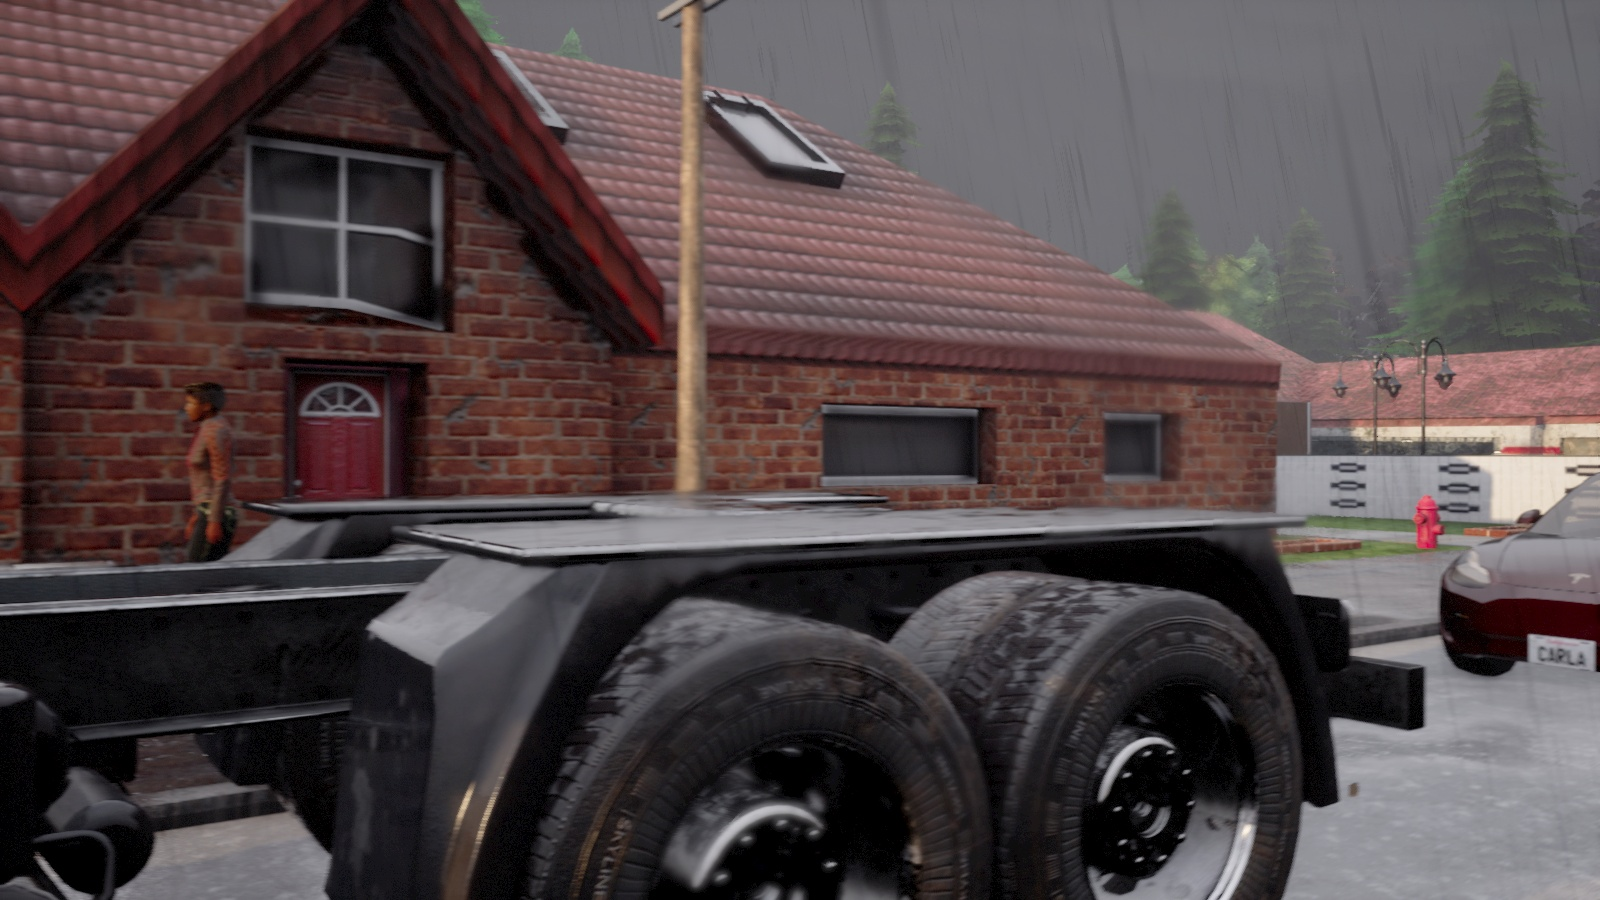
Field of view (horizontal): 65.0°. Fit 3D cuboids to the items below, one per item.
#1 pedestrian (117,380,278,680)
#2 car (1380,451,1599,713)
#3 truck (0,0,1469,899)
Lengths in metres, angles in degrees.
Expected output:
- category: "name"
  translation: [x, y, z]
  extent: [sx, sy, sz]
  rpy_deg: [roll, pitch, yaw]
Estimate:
- category: "pedestrian"
  translation: [-3.744, 0.482, 7.843]
  extent: [0.869, 1.805, 0.328]
  rpy_deg: [0, 0, -19]
- category: "car"
  translation: [6.382, 0.752, 8.713]
  extent: [4.792, 1.488, 2.163]
  rpy_deg: [0, 0, -35]
- category: "truck"
  translation: [-2.081, -0.226, 2.807]
  extent: [7.936, 3.462, 2.891]
  rpy_deg: [0, 0, -34]
